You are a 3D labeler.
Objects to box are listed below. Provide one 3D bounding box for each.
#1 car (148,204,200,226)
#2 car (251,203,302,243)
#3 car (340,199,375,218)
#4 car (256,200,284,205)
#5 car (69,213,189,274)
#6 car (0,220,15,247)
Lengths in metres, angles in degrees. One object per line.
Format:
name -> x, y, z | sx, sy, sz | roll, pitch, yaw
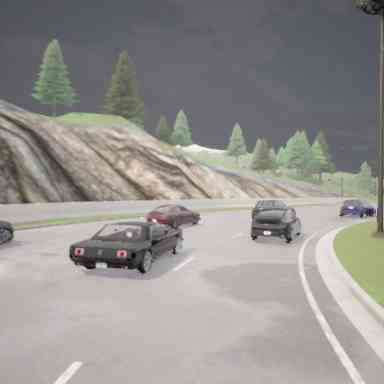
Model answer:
car -> -1.156, 1.513, 21.244 | 1.812, 1.442, 4.674 | 0, 0, 27
car -> 4.288, 1.546, 16.676 | 1.837, 1.490, 4.892 | 0, 0, 25
car -> 16.064, 1.506, 32.225 | 2.097, 1.767, 4.553 | 1, 0, 42
car -> 6.541, 1.414, 26.511 | 2.097, 1.767, 4.553 | 1, 0, 37
car -> -1.736, 1.584, 10.620 | 1.895, 1.301, 4.718 | 1, 0, 15
car -> -8.712, 1.407, 12.014 | 2.128, 1.511, 4.902 | 0, 0, 14
